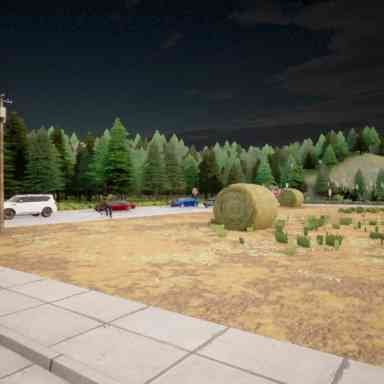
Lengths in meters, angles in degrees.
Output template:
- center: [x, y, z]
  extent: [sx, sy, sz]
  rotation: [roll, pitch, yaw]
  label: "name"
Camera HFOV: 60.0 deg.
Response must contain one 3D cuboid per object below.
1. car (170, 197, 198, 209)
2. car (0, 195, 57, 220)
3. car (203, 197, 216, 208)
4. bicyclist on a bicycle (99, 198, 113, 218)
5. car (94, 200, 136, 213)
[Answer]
- center: [-1.075, 1.504, 47.558]
  extent: [1.882, 1.535, 5.008]
  rotation: [0, 0, 37]
  label: "car"
- center: [-14.710, 1.249, 29.152]
  extent: [2.150, 2.045, 5.566]
  rotation: [0, 0, 36]
  label: "car"
- center: [3.557, 1.518, 47.757]
  extent: [2.128, 1.511, 4.902]
  rotation: [0, 0, 37]
  label: "car"
- center: [-6.988, 1.327, 27.009]
  extent: [1.656, 1.620, 0.582]
  rotation: [0, 0, 36]
  label: "bicyclist on a bicycle"
- center: [-8.641, 1.628, 37.360]
  extent: [1.895, 1.301, 4.718]
  rotation: [0, 0, 36]
  label: "car"
